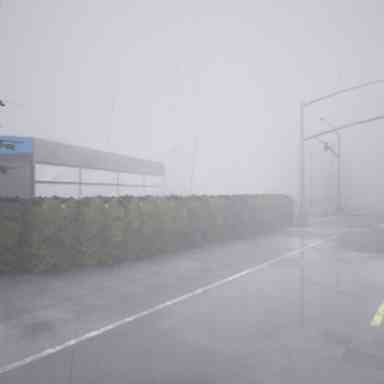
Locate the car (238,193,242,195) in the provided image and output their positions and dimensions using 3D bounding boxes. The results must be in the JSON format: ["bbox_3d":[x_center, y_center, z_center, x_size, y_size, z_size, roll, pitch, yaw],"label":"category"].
[{"bbox_3d":[11.467,1.109,78.342,1.905,1.878,3.866,0,0,38],"label":"car"}]

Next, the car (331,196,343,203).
[{"bbox_3d":[28.643,1.400,65.424,1.845,1.501,3.633,0,0,38],"label":"car"}]

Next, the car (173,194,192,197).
[{"bbox_3d":[-2.345,1.325,66.145,2.007,1.523,4.514,0,0,38],"label":"car"}]

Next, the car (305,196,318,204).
[{"bbox_3d":[21.748,1.409,61.373,1.970,1.475,3.806,0,0,38],"label":"car"}]

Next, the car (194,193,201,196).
[{"bbox_3d":[1.341,1.189,86.162,2.152,1.636,5.027,0,0,38],"label":"car"}]

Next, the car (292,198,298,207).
[{"bbox_3d":[12.738,1.358,44.814,2.007,1.523,4.514,0,0,38],"label":"car"}]

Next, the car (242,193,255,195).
[{"bbox_3d":[14.019,1.129,76.892,1.932,1.855,4.605,0,0,38],"label":"car"}]

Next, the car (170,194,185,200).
[{"bbox_3d":[-3.936,1.269,89.829,1.970,1.475,3.806,0,0,38],"label":"car"}]
